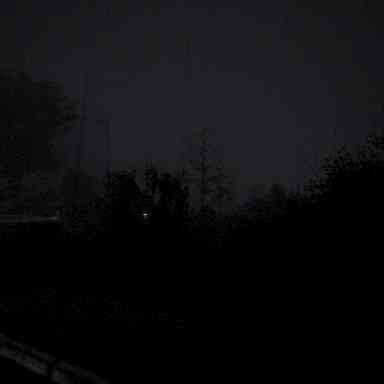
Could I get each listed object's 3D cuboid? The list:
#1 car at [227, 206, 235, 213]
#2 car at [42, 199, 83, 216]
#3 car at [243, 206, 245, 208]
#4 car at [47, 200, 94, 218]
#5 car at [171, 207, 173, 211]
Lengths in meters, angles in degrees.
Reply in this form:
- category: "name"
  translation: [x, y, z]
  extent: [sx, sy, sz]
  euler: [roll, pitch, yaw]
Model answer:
- category: "car"
  translation: [10.284, 4.360, 83.556]
  extent: [2.097, 1.767, 4.553]
  euler: [0, -2, 22]
- category: "car"
  translation: [-14.906, 1.798, 39.089]
  extent: [2.150, 2.045, 5.566]
  euler: [0, -2, 22]
- category: "car"
  translation: [13.939, 4.629, 92.809]
  extent: [1.882, 1.535, 5.008]
  euler: [0, 0, 22]
- category: "car"
  translation: [-12.533, 1.976, 35.572]
  extent: [2.128, 1.511, 4.902]
  euler: [0, -2, 22]
- category: "car"
  translation: [-4.434, 3.013, 55.827]
  extent: [2.128, 1.511, 4.902]
  euler: [0, -3, 22]
